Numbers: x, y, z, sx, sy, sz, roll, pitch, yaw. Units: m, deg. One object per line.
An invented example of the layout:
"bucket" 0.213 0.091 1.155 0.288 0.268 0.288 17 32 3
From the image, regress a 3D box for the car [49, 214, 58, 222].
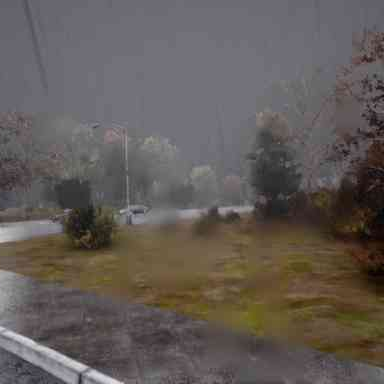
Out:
"car" -13.473 2.519 36.664 1.994 1.385 4.181 -3 -2 32

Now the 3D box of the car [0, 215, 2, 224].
"car" -18.914 2.441 28.352 1.837 1.490 4.892 -3 -2 35

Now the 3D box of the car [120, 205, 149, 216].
"car" -7.919 2.493 45.408 2.128 1.511 4.902 -3 -2 32
